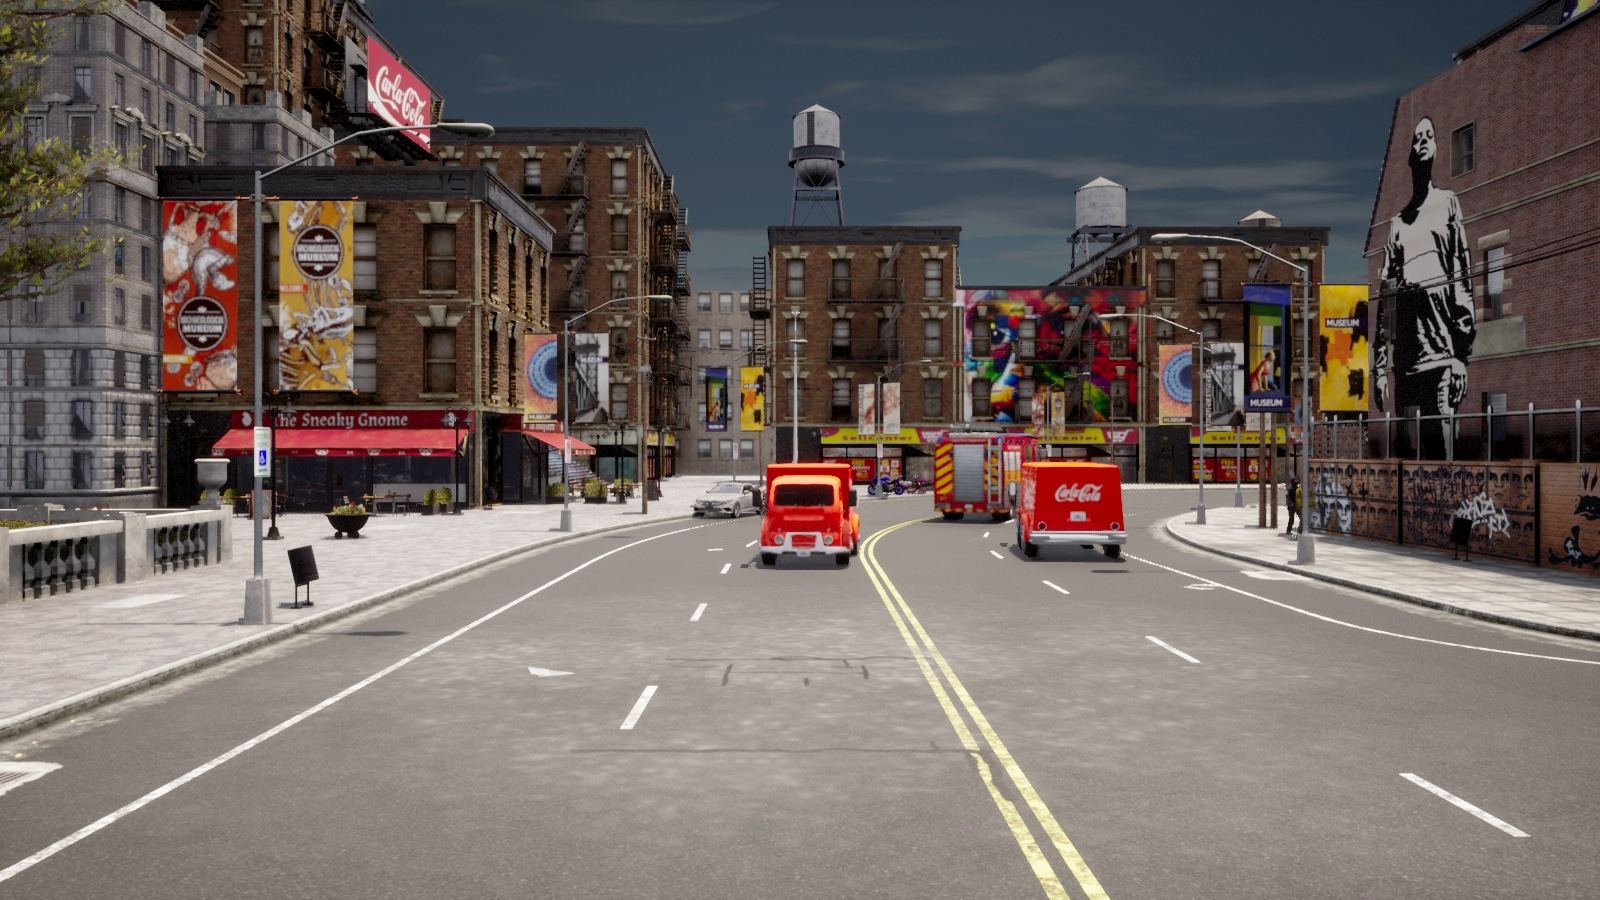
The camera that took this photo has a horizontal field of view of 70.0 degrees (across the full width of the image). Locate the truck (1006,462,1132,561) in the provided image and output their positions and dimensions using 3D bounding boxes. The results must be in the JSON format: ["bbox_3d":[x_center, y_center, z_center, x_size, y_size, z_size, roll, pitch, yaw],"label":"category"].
[{"bbox_3d":[7.281,1.580,31.578,2.627,2.467,5.204,0,0,4],"label":"truck"}]

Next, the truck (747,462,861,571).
[{"bbox_3d":[0.231,1.580,29.300,2.627,2.467,5.204,0,0,3],"label":"truck"}]

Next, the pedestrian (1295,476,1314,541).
[{"bbox_3d":[14.768,1.710,33.438,0.375,1.860,0.375,0,0,-6],"label":"pedestrian"}]

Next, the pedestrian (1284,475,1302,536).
[{"bbox_3d":[15.187,1.710,35.207,0.375,1.860,0.375,0,0,-9],"label":"pedestrian"}]

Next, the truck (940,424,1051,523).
[{"bbox_3d":[8.484,0.910,48.676,2.891,3.827,8.468,0,0,22],"label":"truck"}]
